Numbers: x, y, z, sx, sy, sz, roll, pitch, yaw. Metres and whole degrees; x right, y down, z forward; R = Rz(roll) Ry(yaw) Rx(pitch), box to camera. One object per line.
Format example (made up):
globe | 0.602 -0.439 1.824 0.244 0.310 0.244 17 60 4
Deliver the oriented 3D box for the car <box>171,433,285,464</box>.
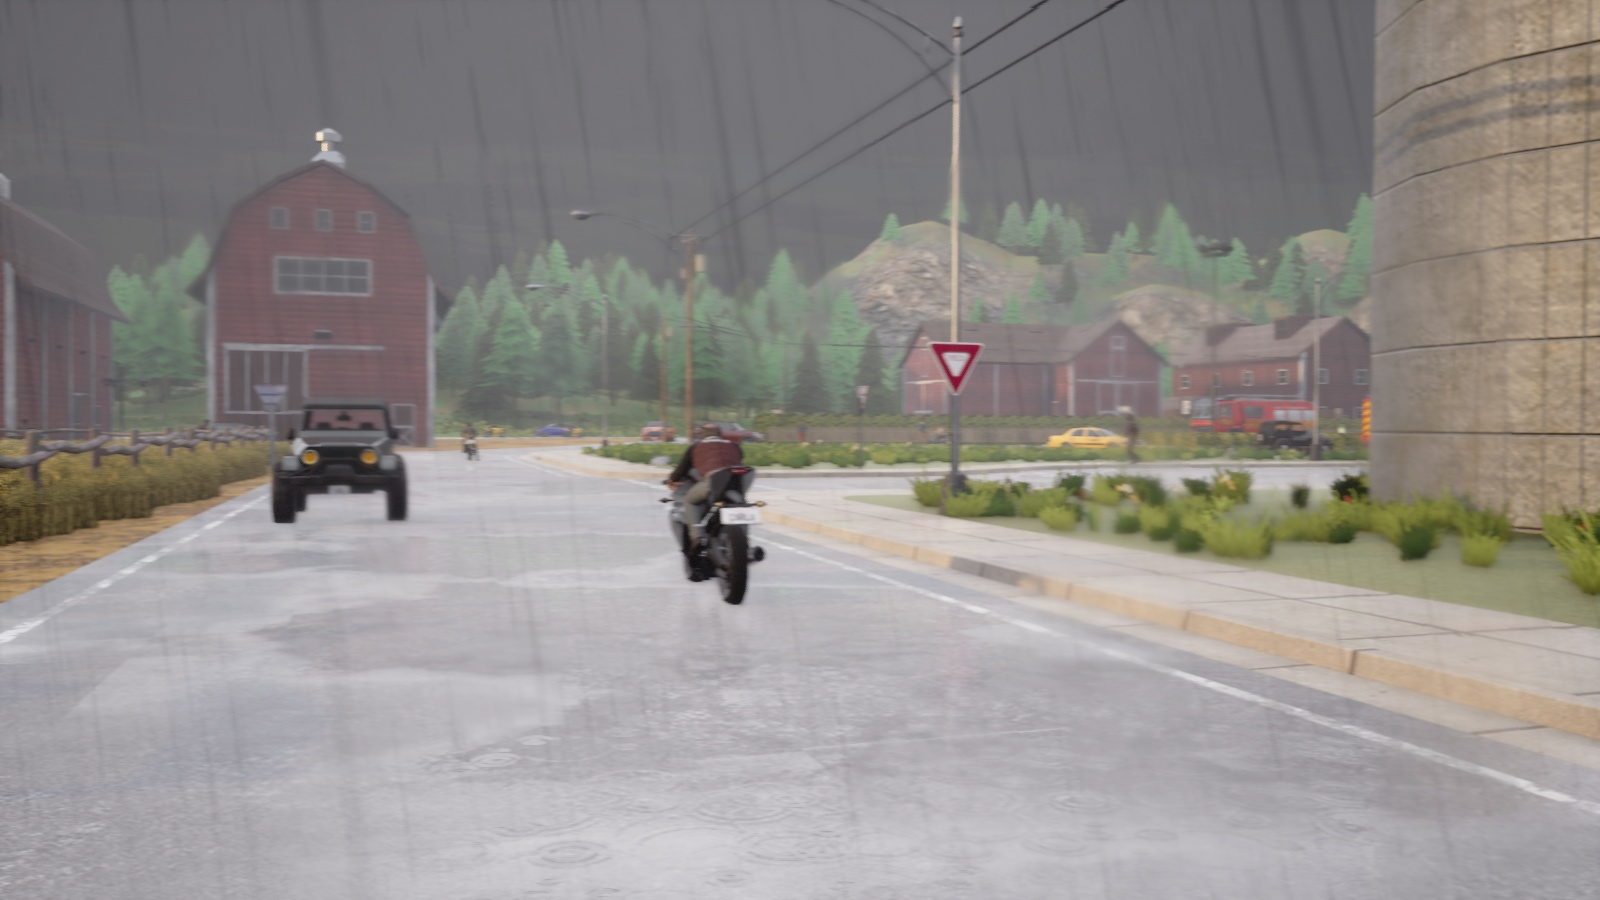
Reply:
car | -27.832 -0.079 61.223 4.674 1.442 1.812 -1 1 -5

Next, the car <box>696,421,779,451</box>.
car | -3.703 -0.844 74.471 4.553 1.767 2.097 1 1 10

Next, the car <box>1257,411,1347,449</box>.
car | 25.774 -1.052 64.567 3.866 1.878 1.905 -1 1 -11

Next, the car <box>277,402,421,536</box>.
car | -6.987 0.230 19.748 1.905 1.878 3.866 -1 1 -17

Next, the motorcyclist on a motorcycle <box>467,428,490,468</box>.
motorcyclist on a motorcycle | -12.835 -0.097 50.091 0.797 1.523 2.044 -1 1 -17

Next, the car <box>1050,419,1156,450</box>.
car | 16.002 -0.825 66.594 1.801 1.575 5.366 -2 2 -43

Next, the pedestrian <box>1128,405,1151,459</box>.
pedestrian | 12.131 -0.640 44.902 0.666 1.930 0.402 -1 1 -19

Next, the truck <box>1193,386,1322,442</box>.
truck | 32.181 -2.554 88.304 8.468 3.827 2.891 -1 1 -17

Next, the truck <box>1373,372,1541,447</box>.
truck | 35.255 -2.189 67.426 8.468 3.827 2.891 -1 1 -18

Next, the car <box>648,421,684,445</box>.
car | -10.257 -1.298 96.233 2.097 1.767 4.553 -1 1 2

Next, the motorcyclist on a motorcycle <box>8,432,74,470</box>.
motorcyclist on a motorcycle | -33.652 0.026 55.709 2.350 1.649 0.766 -1 1 -21

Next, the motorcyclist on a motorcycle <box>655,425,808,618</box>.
motorcyclist on a motorcycle | -0.669 0.555 11.189 0.866 1.530 2.191 -1 1 -16
